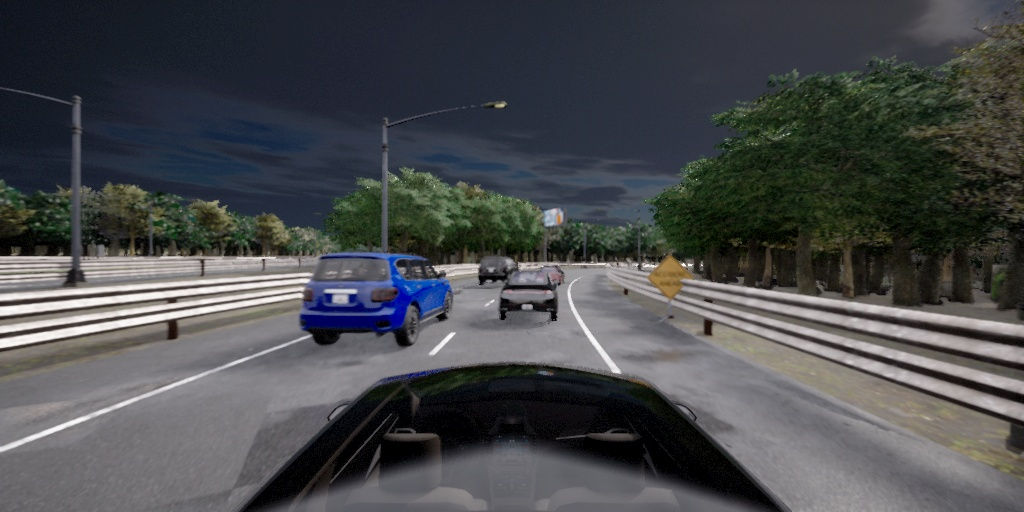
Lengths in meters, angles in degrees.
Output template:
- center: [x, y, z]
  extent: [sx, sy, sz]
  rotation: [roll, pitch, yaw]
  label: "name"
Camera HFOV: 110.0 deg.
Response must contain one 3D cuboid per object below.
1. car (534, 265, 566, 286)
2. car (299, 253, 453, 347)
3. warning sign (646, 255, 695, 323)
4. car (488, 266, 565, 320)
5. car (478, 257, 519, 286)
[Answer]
- center: [2.984, 1.428, 27.628]
  extent: [1.994, 1.385, 4.181]
  rotation: [0, 0, 12]
  label: "car"
- center: [-3.147, 0.975, 9.594]
  extent: [2.150, 2.045, 5.566]
  rotation: [0, -1, 4]
  label: "car"
- center: [4.482, 0.887, 10.169]
  extent: [1.300, 1.860, 1.060]
  rotation: [0, 0, 4]
  label: "warning sign"
- center: [0.664, 1.268, 12.755]
  extent: [2.128, 1.511, 4.902]
  rotation: [0, 0, 5]
  label: "car"
- center: [-0.848, 1.074, 26.585]
  extent: [2.150, 2.045, 5.566]
  rotation: [0, 0, 12]
  label: "car"
